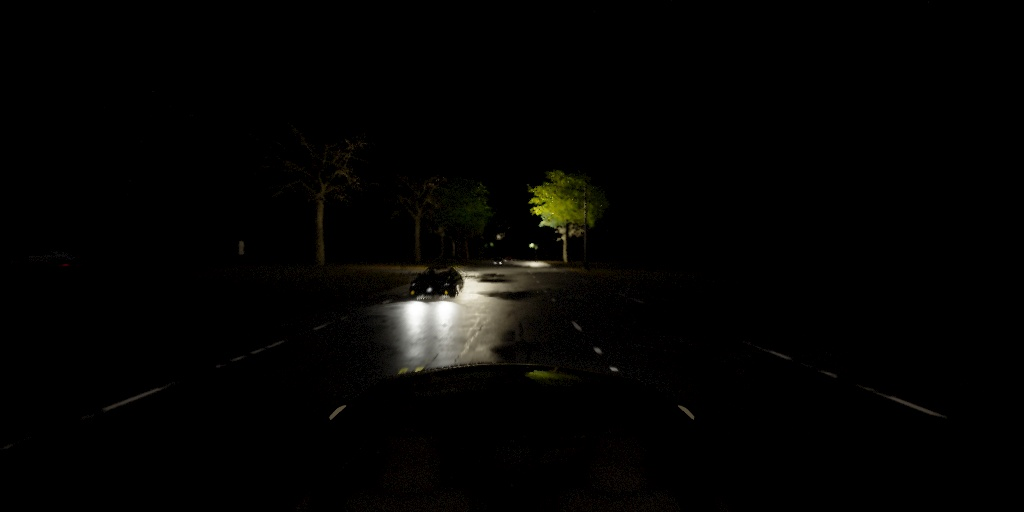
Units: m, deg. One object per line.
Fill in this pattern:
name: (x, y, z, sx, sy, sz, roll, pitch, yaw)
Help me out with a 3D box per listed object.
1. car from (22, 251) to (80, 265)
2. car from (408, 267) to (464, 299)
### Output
car: (-49.321, 0.201, 38.453, 4.674, 1.442, 1.812, 0, -1, 0)
car: (-3.452, 1.203, 16.997, 1.994, 1.385, 4.181, 0, 0, 0)
